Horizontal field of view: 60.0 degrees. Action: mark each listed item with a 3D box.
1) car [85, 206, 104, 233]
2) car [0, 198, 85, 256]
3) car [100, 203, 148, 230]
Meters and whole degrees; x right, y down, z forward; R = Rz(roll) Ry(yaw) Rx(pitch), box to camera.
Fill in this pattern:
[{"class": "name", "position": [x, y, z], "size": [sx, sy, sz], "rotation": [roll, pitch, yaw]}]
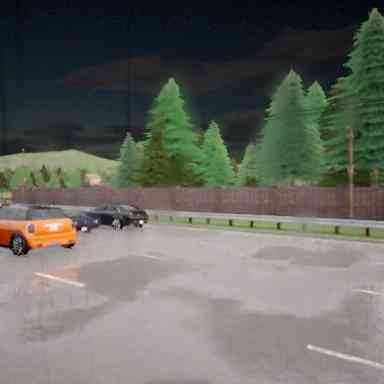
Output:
[{"class": "car", "position": [-7.095, 1.519, 17.645], "size": [4.718, 1.301, 1.895], "rotation": [0, 0, 36]}, {"class": "car", "position": [-6.598, 1.286, 12.978], "size": [4.553, 1.767, 2.097], "rotation": [0, 0, 36]}, {"class": "car", "position": [-4.847, 1.426, 20.338], "size": [4.892, 1.490, 1.837], "rotation": [1, 0, 36]}]
